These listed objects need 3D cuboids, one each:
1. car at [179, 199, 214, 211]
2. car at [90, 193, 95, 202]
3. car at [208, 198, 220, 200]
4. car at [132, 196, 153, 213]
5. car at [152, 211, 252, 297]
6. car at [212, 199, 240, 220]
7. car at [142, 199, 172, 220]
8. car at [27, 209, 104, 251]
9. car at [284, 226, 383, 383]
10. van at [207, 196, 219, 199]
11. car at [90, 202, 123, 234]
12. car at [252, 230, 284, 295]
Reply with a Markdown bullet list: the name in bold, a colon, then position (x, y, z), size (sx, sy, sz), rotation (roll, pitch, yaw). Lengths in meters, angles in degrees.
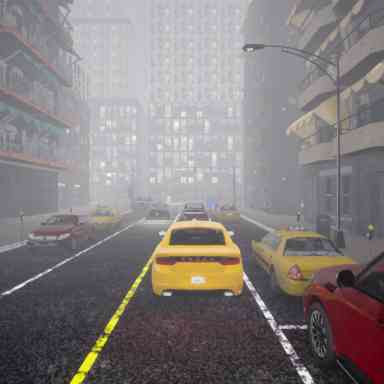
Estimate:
- **car**: position (0.149, 1.497, 22.876), size (2.128, 1.511, 4.902), rotation (0, 0, 0)
- **car**: position (-20.731, 1.132, 62.218), size (5.009, 1.841, 2.192), rotation (1, -1, 0)
- **car**: position (2.640, 1.535, 31.077), size (1.752, 1.417, 4.829), rotation (0, 0, 0)
- **car**: position (-5.227, 1.329, 36.566), size (2.192, 1.841, 5.009), rotation (0, 0, 0)
- **car**: position (0.121, 1.479, 8.628), size (1.882, 1.535, 5.008), rotation (0, 0, 0)
- **car**: position (2.627, 1.532, 25.437), size (1.752, 1.417, 4.829), rotation (0, 0, 0)
- **car**: position (-2.761, 1.572, 28.287), size (1.994, 1.385, 4.181), rotation (0, 0, 0)
- **car**: position (-5.279, 1.584, 14.003), size (1.802, 1.307, 4.206), rotation (0, 0, 0)
- **car**: position (2.577, 1.315, 2.705), size (2.192, 1.841, 5.009), rotation (0, 0, 0)
- **van**: position (2.666, 1.359, 42.188), size (1.690, 1.788, 3.998), rotation (0, 0, 0)
- **car**: position (-5.266, 1.530, 19.474), size (1.752, 1.417, 4.829), rotation (0, 0, 0)
- **car**: position (2.589, 1.527, 8.516), size (1.752, 1.417, 4.829), rotation (0, 0, 0)
